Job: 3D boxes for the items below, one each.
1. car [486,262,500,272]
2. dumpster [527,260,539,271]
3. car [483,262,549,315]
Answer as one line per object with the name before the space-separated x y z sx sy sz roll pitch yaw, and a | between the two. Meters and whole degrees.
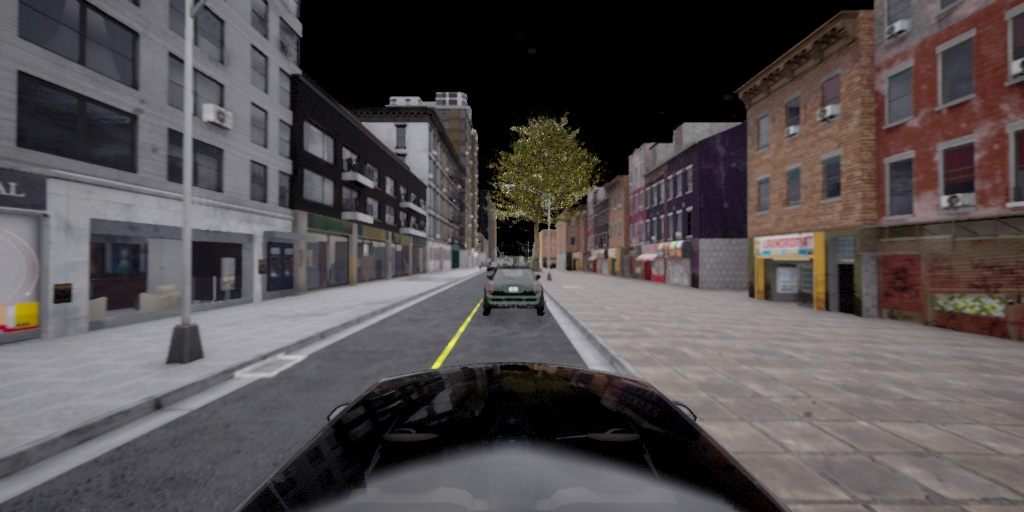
car | -2.813 1.633 53.412 1.837 1.490 4.892 0 -1 0
dumpster | 3.015 1.499 51.590 1.020 1.700 1.940 0 0 0
car | 0.068 1.127 13.883 2.097 1.767 4.553 0 0 0
